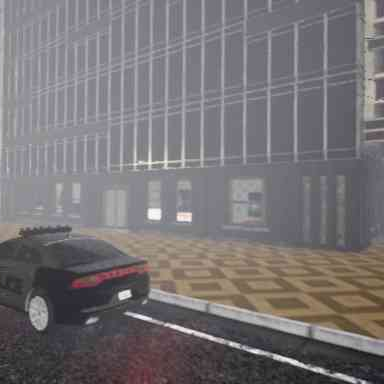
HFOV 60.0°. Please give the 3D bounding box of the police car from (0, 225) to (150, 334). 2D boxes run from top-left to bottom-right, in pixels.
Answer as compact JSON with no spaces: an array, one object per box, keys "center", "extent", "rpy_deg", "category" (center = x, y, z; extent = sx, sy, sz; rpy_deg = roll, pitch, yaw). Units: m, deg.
[{"center":[-3.219,1.552,7.148],"extent":[5.238,1.638,1.930],"rpy_deg":[-1,-1,36],"category":"police car"}]
